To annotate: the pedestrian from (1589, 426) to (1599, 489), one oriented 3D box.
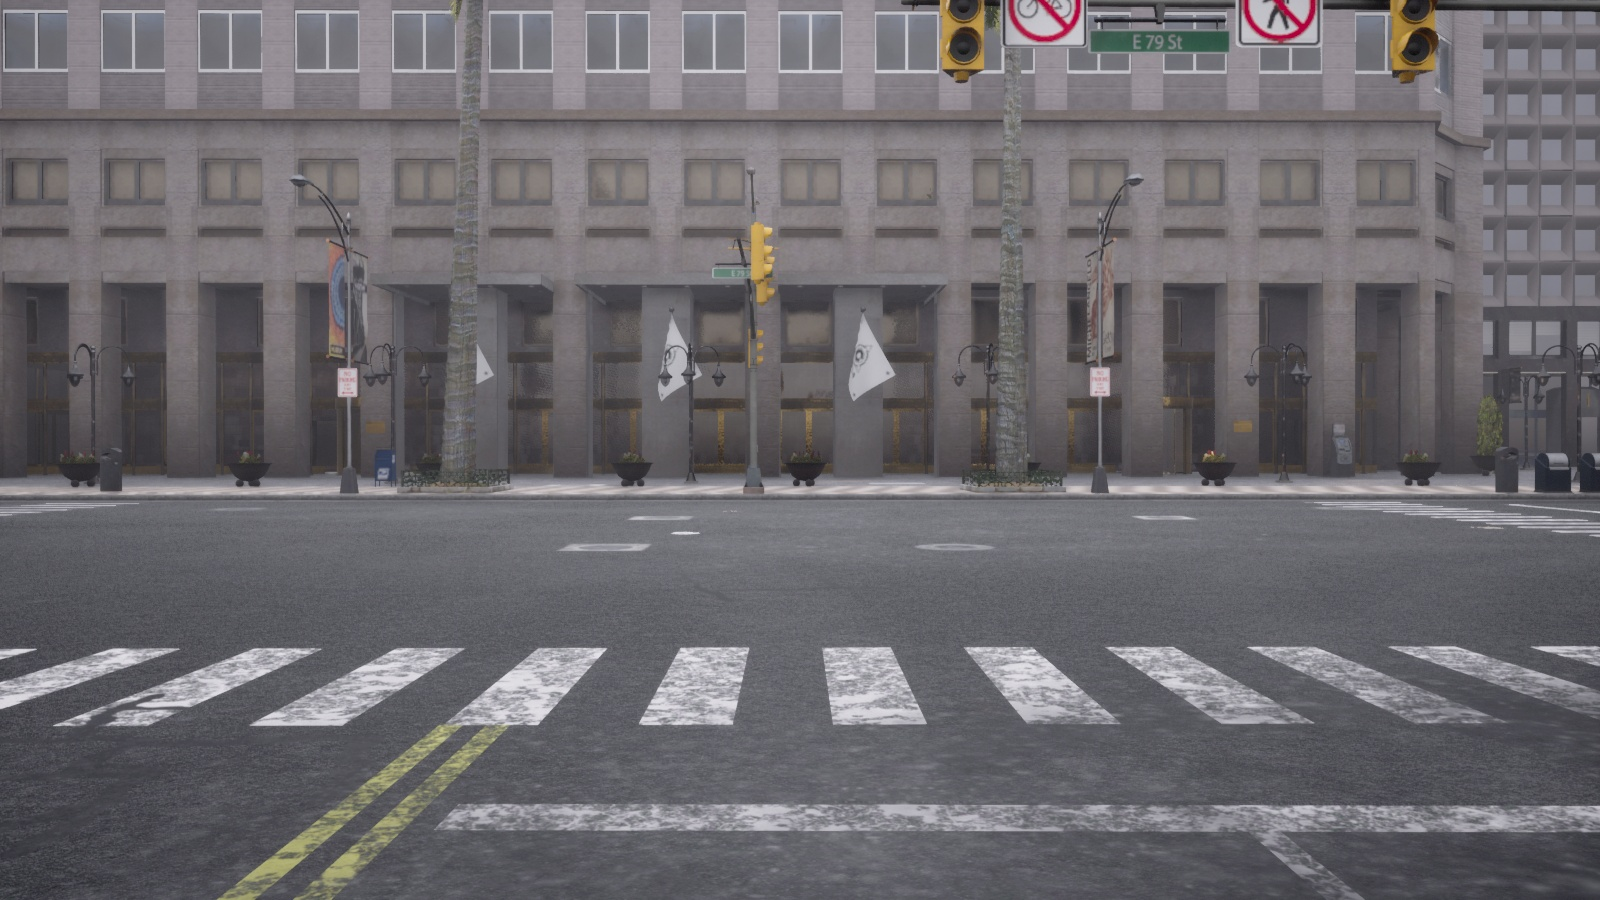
[{"bbox_3d":[23.602,0.214,36.910,0.634,1.846,0.331,0,0,-7],"label":"pedestrian"}]
